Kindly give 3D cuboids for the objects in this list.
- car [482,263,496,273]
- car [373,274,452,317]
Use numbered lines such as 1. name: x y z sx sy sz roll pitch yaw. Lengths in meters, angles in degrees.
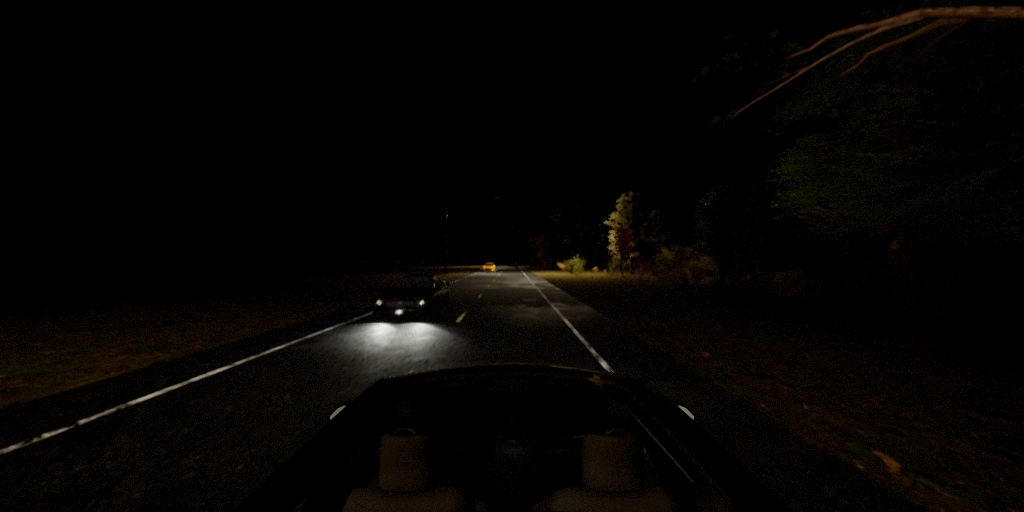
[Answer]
1. car: -3.553 1.834 56.518 1.882 1.535 5.008 0 -1 1
2. car: -3.599 1.435 14.093 2.033 1.411 5.357 0 -1 0
